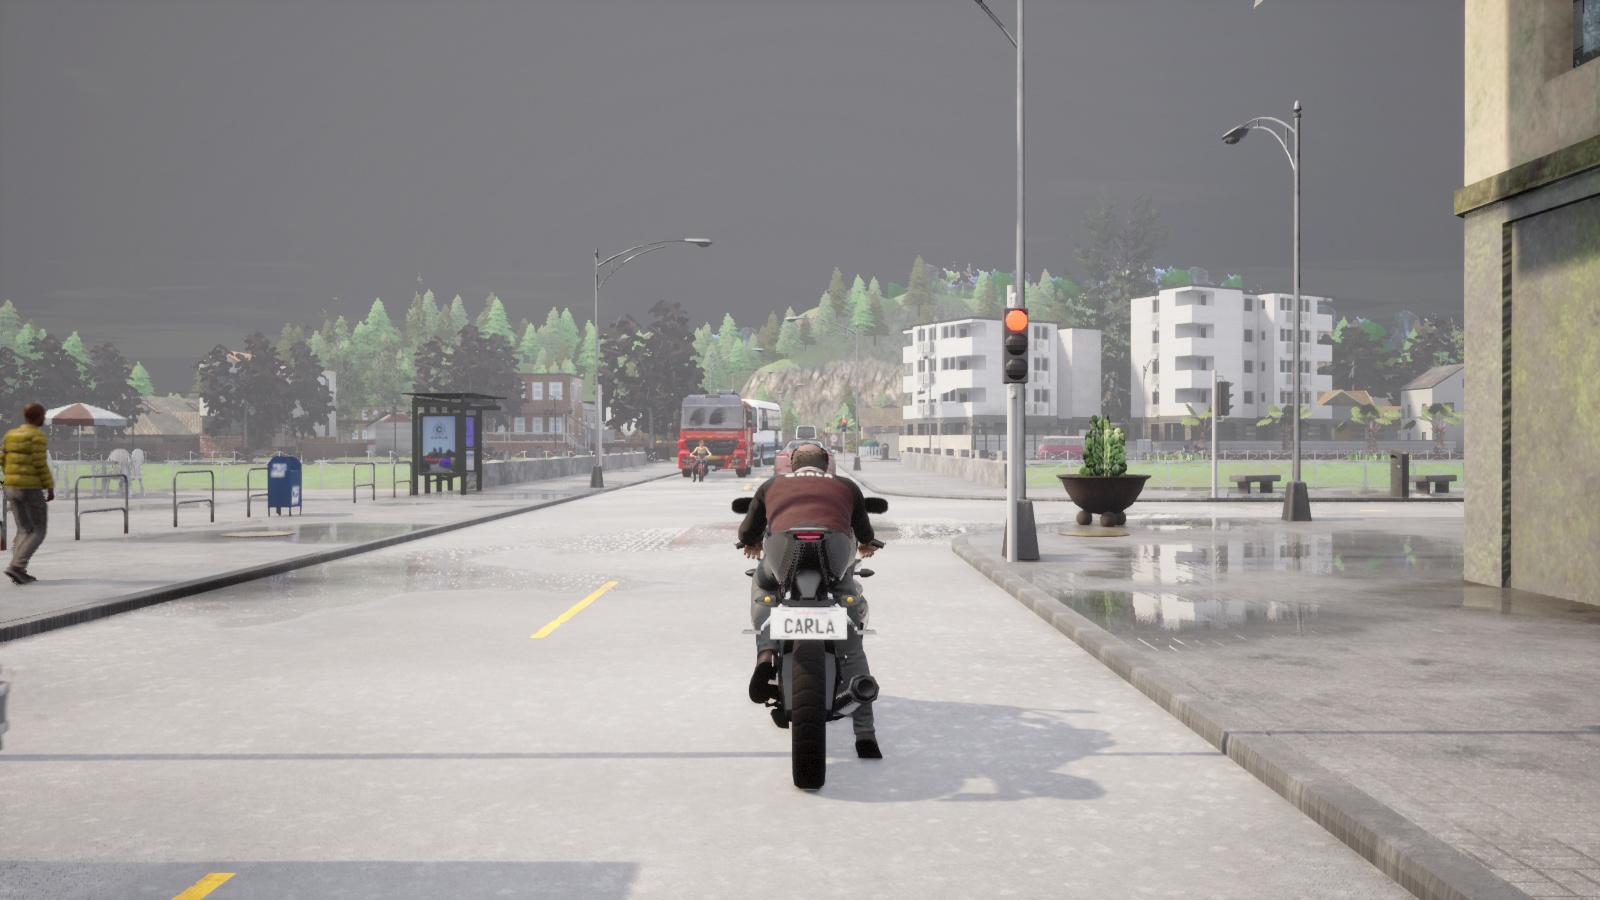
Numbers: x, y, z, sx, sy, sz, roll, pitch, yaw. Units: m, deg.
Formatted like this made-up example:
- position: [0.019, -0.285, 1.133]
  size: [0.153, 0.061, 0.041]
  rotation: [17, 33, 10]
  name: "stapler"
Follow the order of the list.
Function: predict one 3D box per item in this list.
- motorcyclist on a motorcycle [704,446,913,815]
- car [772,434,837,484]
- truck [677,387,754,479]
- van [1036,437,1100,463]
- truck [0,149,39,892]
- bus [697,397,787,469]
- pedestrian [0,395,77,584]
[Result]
- position: [0.047, 0.746, 6.323]
  size: [0.866, 1.530, 2.191]
  rotation: [0, 0, 1]
  name: "motorcyclist on a motorcycle"
- position: [0.195, 0.275, 44.264]
  size: [2.152, 1.651, 5.027]
  rotation: [0, 0, 1]
  name: "car"
- position: [-3.704, -0.742, 56.921]
  size: [2.891, 3.827, 8.468]
  rotation: [0, 0, 0]
  name: "truck"
- position: [20.241, -0.021, 95.067]
  size: [4.442, 1.987, 1.775]
  rotation: [0, 0, 0]
  name: "van"
- position: [-3.977, 0.247, 1.775]
  size: [2.627, 2.467, 5.204]
  rotation: [0, 0, 0]
  name: "truck"
- position: [-3.515, -1.085, 80.014]
  size: [3.944, 4.253, 10.273]
  rotation: [0, 1, 8]
  name: "bus"
- position: [-7.685, 0.379, 12.551]
  size: [0.370, 1.835, 0.726]
  rotation: [0, 0, 19]
  name: "pedestrian"
